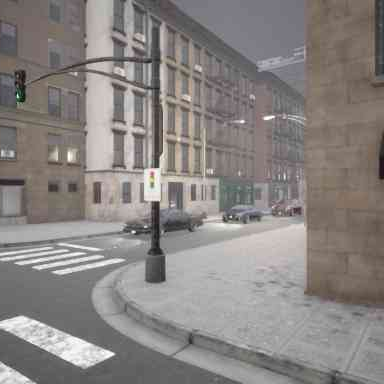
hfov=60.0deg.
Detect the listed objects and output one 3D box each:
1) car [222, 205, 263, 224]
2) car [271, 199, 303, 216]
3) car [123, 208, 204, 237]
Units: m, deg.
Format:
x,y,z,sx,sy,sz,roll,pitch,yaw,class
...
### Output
x,y,z,sx,sy,sz,roll,pitch,yaw,class
4.064,1.696,26.503,1.994,1.385,4.181,0,0,36,car
9.979,1.539,34.789,2.097,1.767,4.553,0,0,35,car
-1.388,1.630,18.861,2.033,1.411,5.357,0,0,35,car
